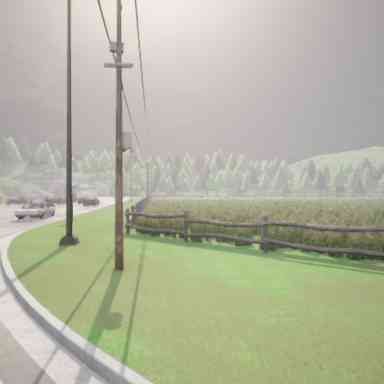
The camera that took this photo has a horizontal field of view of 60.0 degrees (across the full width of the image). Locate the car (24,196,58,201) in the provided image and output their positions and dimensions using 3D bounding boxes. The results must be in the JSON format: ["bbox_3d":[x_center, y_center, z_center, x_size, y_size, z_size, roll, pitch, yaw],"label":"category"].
[{"bbox_3d":[-17.906,1.552,39.588,1.812,1.442,4.674,0,0,-7],"label":"car"}]

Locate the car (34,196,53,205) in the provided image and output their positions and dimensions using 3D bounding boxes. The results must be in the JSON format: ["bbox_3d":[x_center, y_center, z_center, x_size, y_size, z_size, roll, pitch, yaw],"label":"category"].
[{"bbox_3d":[-27.515,1.548,61.878,1.837,1.490,4.892,0,1,-7],"label":"car"}]

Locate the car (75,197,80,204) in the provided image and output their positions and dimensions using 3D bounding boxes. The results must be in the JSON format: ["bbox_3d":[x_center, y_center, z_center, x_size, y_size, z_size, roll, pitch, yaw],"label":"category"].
[{"bbox_3d":[-20.829,1.544,65.019,1.837,1.490,4.892,0,0,-7],"label":"car"}]

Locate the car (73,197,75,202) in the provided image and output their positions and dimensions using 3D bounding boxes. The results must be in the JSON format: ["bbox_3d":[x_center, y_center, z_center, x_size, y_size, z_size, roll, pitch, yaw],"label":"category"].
[{"bbox_3d":[-24.880,1.415,68.730,2.033,1.411,5.357,0,0,-7],"label":"car"}]

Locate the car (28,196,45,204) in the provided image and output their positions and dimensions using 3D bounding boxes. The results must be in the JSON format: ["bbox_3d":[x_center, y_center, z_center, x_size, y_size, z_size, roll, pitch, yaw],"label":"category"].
[{"bbox_3d":[-31.881,1.598,68.341,1.994,1.385,4.181,0,0,-7],"label":"car"}]

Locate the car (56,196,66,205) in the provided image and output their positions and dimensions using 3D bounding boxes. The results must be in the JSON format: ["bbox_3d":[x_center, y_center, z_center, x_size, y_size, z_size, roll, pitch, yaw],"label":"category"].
[{"bbox_3d":[-23.689,1.542,58.378,1.837,1.490,4.892,0,0,-7],"label":"car"}]

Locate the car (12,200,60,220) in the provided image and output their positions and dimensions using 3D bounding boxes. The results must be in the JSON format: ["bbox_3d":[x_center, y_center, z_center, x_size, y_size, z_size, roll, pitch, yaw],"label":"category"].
[{"bbox_3d":[-13.061,1.619,28.107,1.895,1.301,4.718,0,0,-7],"label":"car"}]

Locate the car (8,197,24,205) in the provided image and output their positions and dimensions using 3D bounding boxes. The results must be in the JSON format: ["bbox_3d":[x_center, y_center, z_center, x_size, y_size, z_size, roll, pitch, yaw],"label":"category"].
[{"bbox_3d":[-30.751,1.567,58.540,1.812,1.442,4.674,0,0,-7],"label":"car"}]

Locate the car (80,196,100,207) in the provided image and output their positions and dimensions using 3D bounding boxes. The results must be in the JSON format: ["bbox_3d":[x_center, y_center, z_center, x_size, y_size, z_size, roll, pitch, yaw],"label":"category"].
[{"bbox_3d":[-15.916,1.509,52.922,1.882,1.535,5.008,0,0,-7],"label":"car"}]
